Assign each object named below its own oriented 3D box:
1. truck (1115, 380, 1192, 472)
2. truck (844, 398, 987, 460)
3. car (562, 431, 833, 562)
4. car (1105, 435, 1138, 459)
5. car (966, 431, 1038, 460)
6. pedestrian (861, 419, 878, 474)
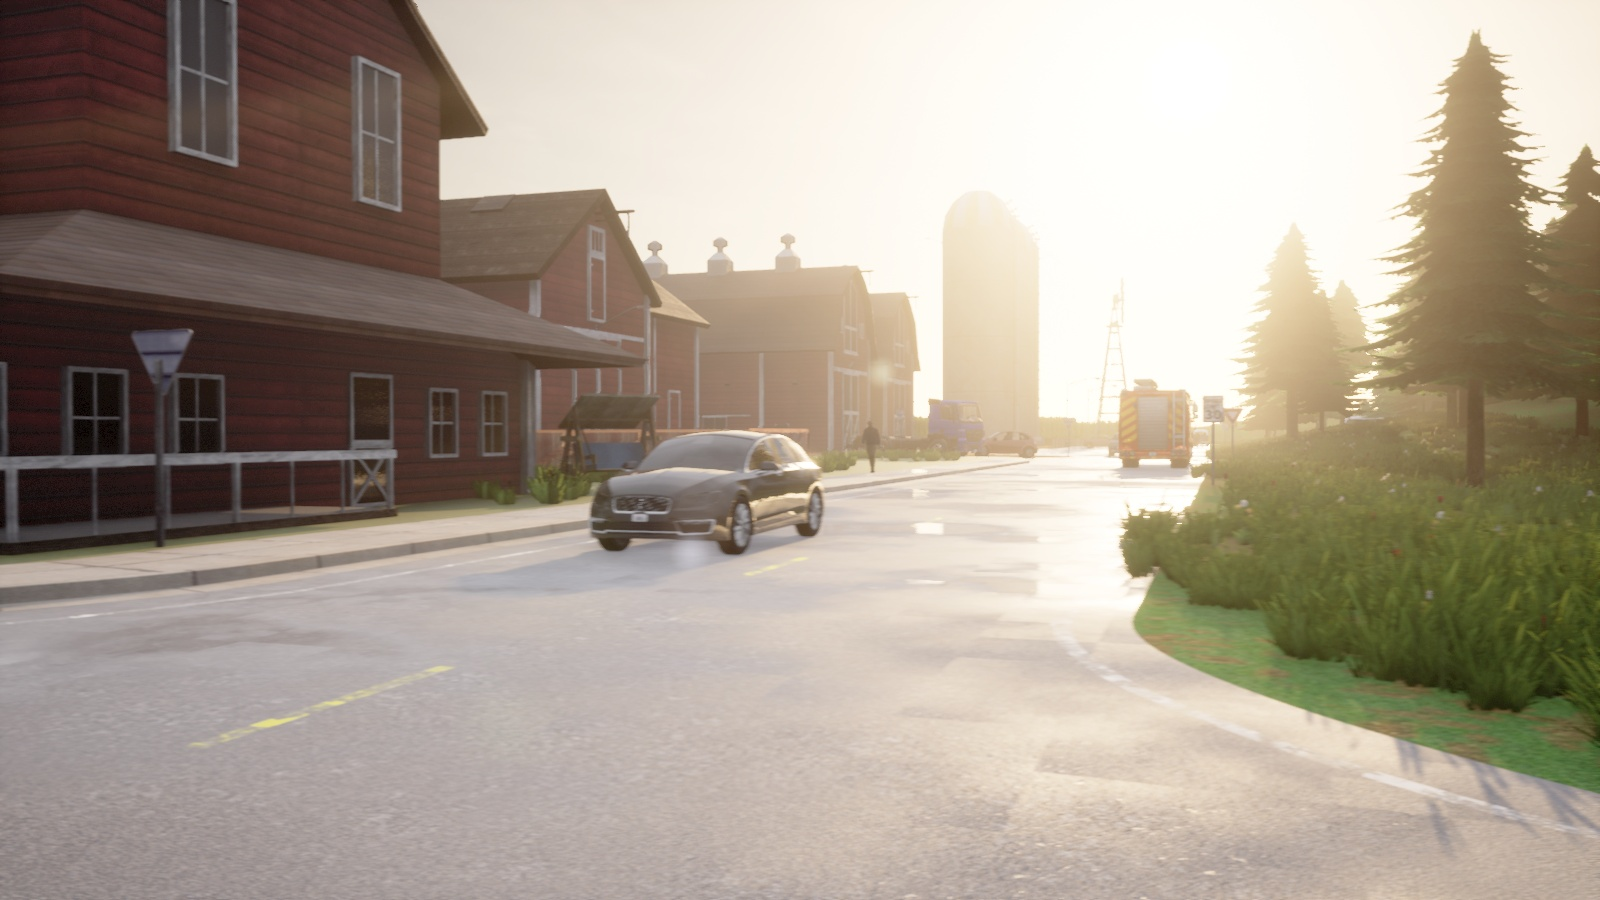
[{"bbox_3d":[16.189,-1.058,57.053,2.891,3.827,8.468,0,1,19],"label":"truck"},{"bbox_3d":[6.698,-1.192,73.551,7.936,3.462,2.891,1,1,36],"label":"truck"},{"bbox_3d":[-1.162,0.501,16.899,1.837,1.490,4.892,0,1,19],"label":"car"},{"bbox_3d":[21.158,-0.189,82.585,1.789,1.549,3.705,0,1,19],"label":"car"},{"bbox_3d":[12.094,-0.293,75.326,3.988,1.617,1.851,1,1,-1],"label":"car"},{"bbox_3d":[2.330,-0.127,42.192,0.402,1.842,0.726,0,1,15],"label":"pedestrian"}]
